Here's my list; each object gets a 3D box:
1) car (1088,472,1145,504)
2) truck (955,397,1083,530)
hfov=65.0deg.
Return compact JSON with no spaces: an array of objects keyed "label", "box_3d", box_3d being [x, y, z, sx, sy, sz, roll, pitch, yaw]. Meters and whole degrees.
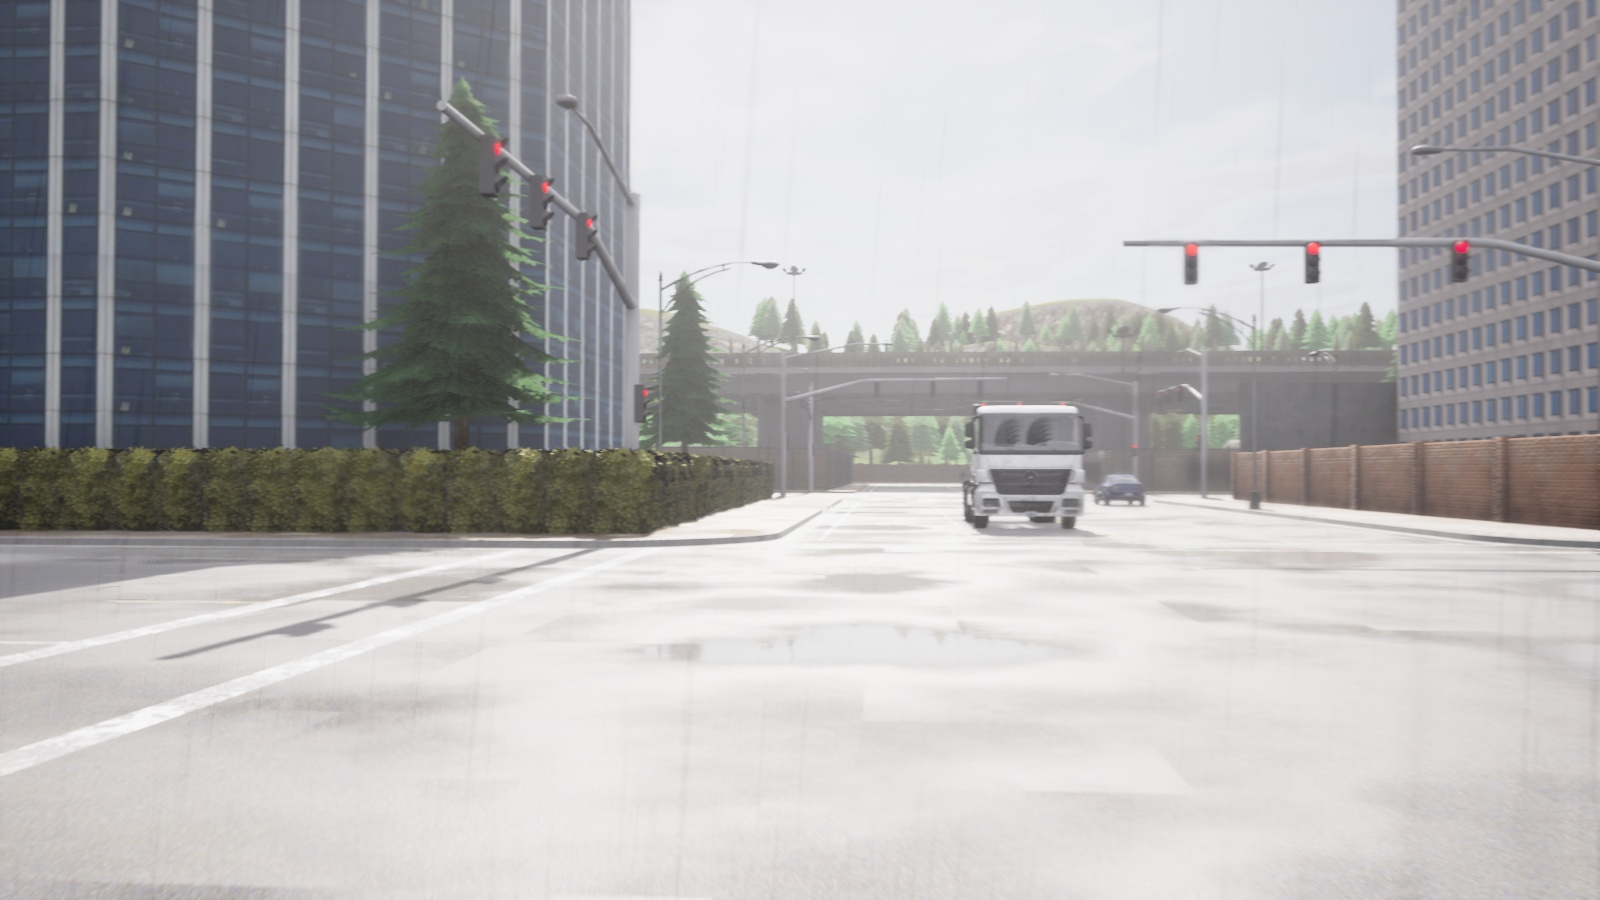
[{"label":"car","box_3d":[14.807,1.753,58.957,1.812,1.442,4.674,0,-1,4]},{"label":"truck","box_3d":[6.241,0.421,36.988,2.891,3.462,7.936,0,-1,4]}]
